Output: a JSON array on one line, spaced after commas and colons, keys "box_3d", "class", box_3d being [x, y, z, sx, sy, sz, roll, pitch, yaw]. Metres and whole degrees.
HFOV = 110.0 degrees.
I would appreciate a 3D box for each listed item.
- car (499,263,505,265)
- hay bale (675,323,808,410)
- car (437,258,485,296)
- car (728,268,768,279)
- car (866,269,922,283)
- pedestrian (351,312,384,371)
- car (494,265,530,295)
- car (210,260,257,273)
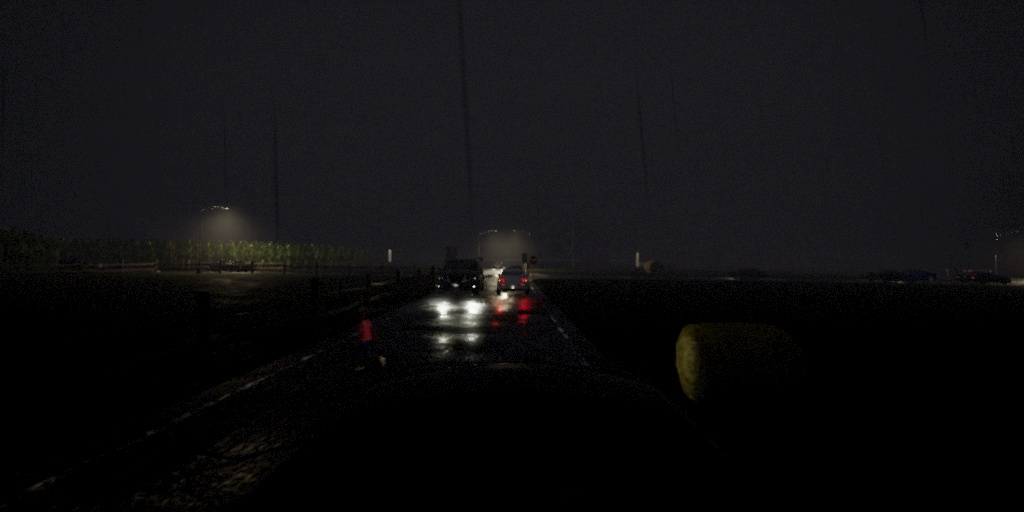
[{"box_3d": [0.196, 1.567, 31.182, 2.033, 1.411, 5.357, 0, -1, 4], "class": "car"}, {"box_3d": [3.125, 1.436, 5.072, 1.220, 1.180, 1.240, 0, 0, 0], "class": "hay bale"}, {"box_3d": [-2.832, 1.145, 20.902, 2.150, 2.045, 5.566, 0, 0, 0], "class": "car"}, {"box_3d": [29.382, 2.128, 44.730, 4.181, 1.385, 1.994, 1, 0, 1], "class": "car"}, {"box_3d": [43.890, 2.328, 41.586, 4.674, 1.442, 1.812, 1, 0, 2], "class": "car"}, {"box_3d": [-2.634, 1.086, 6.490, 0.375, 1.860, 0.375, -1, 0, 3], "class": "pedestrian"}, {"box_3d": [0.069, 1.454, 21.269, 1.812, 1.442, 4.674, 0, -1, 1], "class": "car"}, {"box_3d": [-33.314, 1.196, 42.902, 4.892, 1.490, 1.837, 1, 0, 1], "class": "car"}]
